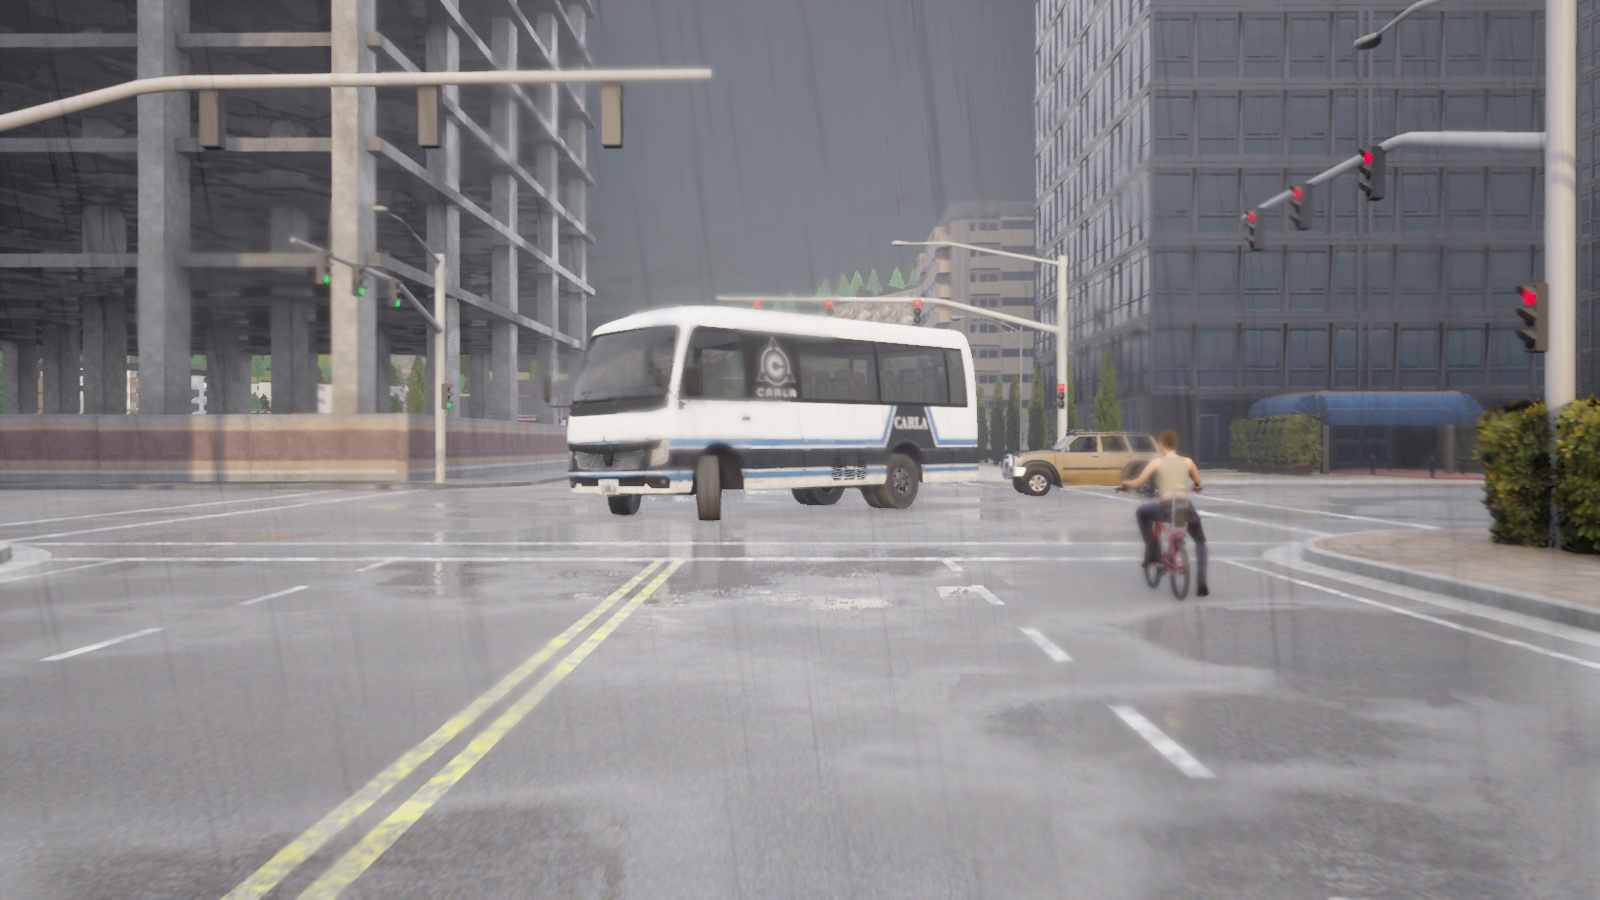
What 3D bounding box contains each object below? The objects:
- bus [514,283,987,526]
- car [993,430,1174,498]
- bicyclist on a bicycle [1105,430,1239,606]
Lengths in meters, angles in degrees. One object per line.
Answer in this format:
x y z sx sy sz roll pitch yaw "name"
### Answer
-0.618 -0.783 26.986 3.944 4.253 10.273 -2 -1 43 "bus"
7.871 0.371 35.150 4.605 1.855 1.932 0 0 0 "car"
3.581 0.617 12.214 0.866 1.612 1.509 0 0 1 "bicyclist on a bicycle"
